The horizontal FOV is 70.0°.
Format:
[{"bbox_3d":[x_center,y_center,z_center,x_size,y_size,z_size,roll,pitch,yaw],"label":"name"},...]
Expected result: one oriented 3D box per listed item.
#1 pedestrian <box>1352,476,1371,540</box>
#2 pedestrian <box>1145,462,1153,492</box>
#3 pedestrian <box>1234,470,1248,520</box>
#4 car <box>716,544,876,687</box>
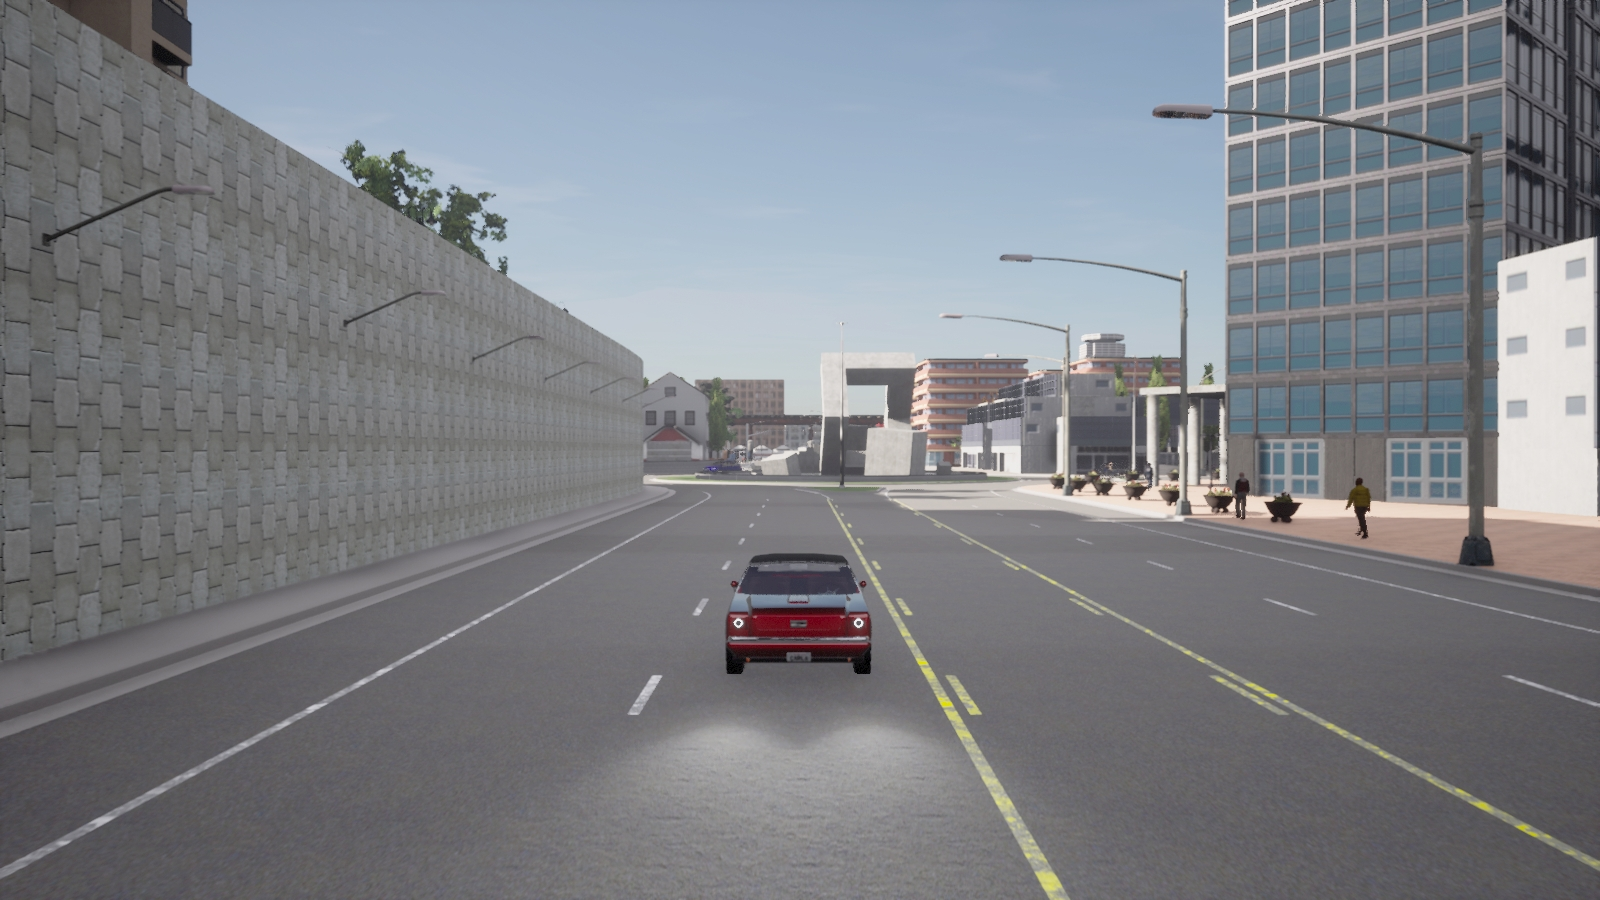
[{"bbox_3d":[16.507,1.699,33.602,0.375,1.860,0.375,0,0,0],"label":"pedestrian"},{"bbox_3d":[22.340,1.722,73.116,0.375,1.860,0.375,0,0,36],"label":"pedestrian"},{"bbox_3d":[16.543,1.702,42.848,0.375,1.860,0.375,0,0,0],"label":"pedestrian"},{"bbox_3d":[-0.049,2.157,15.876,1.895,1.301,4.718,0,0,0],"label":"car"}]
